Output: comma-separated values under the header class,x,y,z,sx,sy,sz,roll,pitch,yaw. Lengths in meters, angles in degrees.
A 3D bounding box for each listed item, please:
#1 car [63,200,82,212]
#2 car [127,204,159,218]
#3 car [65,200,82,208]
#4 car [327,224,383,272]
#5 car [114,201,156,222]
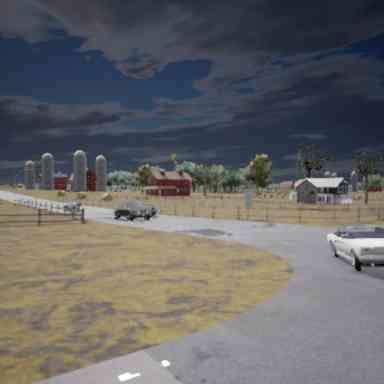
class,x,y,z,sx,sy,sz,roll,pitch,yaw
car,-19.149,2.345,53.154,1.812,1.442,4.674,-1,1,-36
car,-6.184,2.288,41.285,1.837,1.490,4.892,-1,0,-36
car,-23.124,2.286,64.856,1.895,1.301,4.718,-1,1,-36
car,5.972,1.764,11.168,1.895,1.301,4.718,-2,-3,11
car,-6.420,1.984,35.266,2.150,2.045,5.566,-1,-1,-36
